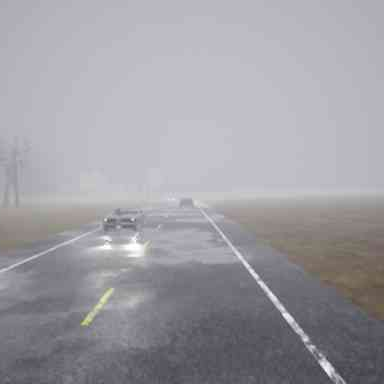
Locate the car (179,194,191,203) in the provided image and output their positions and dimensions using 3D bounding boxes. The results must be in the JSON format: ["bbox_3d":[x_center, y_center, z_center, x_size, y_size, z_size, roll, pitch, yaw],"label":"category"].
[{"bbox_3d":[-1.303,1.235,63.348,2.128,1.511,4.902,0,0,-2],"label":"car"}]

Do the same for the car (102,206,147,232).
[{"bbox_3d":[-3.872,1.527,19.658,1.895,1.301,4.718,0,0,-1],"label":"car"}]

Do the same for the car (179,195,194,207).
[{"bbox_3d":[-0.772,1.277,46.266,1.882,1.535,5.008,0,0,-2],"label":"car"}]
